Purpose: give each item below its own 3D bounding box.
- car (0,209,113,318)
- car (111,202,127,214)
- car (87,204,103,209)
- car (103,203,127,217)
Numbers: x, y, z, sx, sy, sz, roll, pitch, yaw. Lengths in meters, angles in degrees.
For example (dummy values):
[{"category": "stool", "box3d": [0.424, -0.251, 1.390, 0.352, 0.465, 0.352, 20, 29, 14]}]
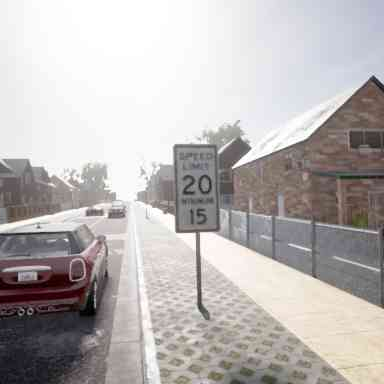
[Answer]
[{"category": "car", "box3d": [-3.117, 1.455, 7.632, 2.097, 1.767, 4.553, -1, -1, -10]}, {"category": "car", "box3d": [-10.466, 2.259, 48.095, 2.033, 1.411, 5.357, -1, -1, -10]}, {"category": "car", "box3d": [-12.127, 2.235, 41.861, 1.994, 1.385, 4.181, -1, -1, -10]}, {"category": "car", "box3d": [-8.600, 2.097, 38.125, 2.033, 1.411, 5.357, -1, -1, -10]}]
